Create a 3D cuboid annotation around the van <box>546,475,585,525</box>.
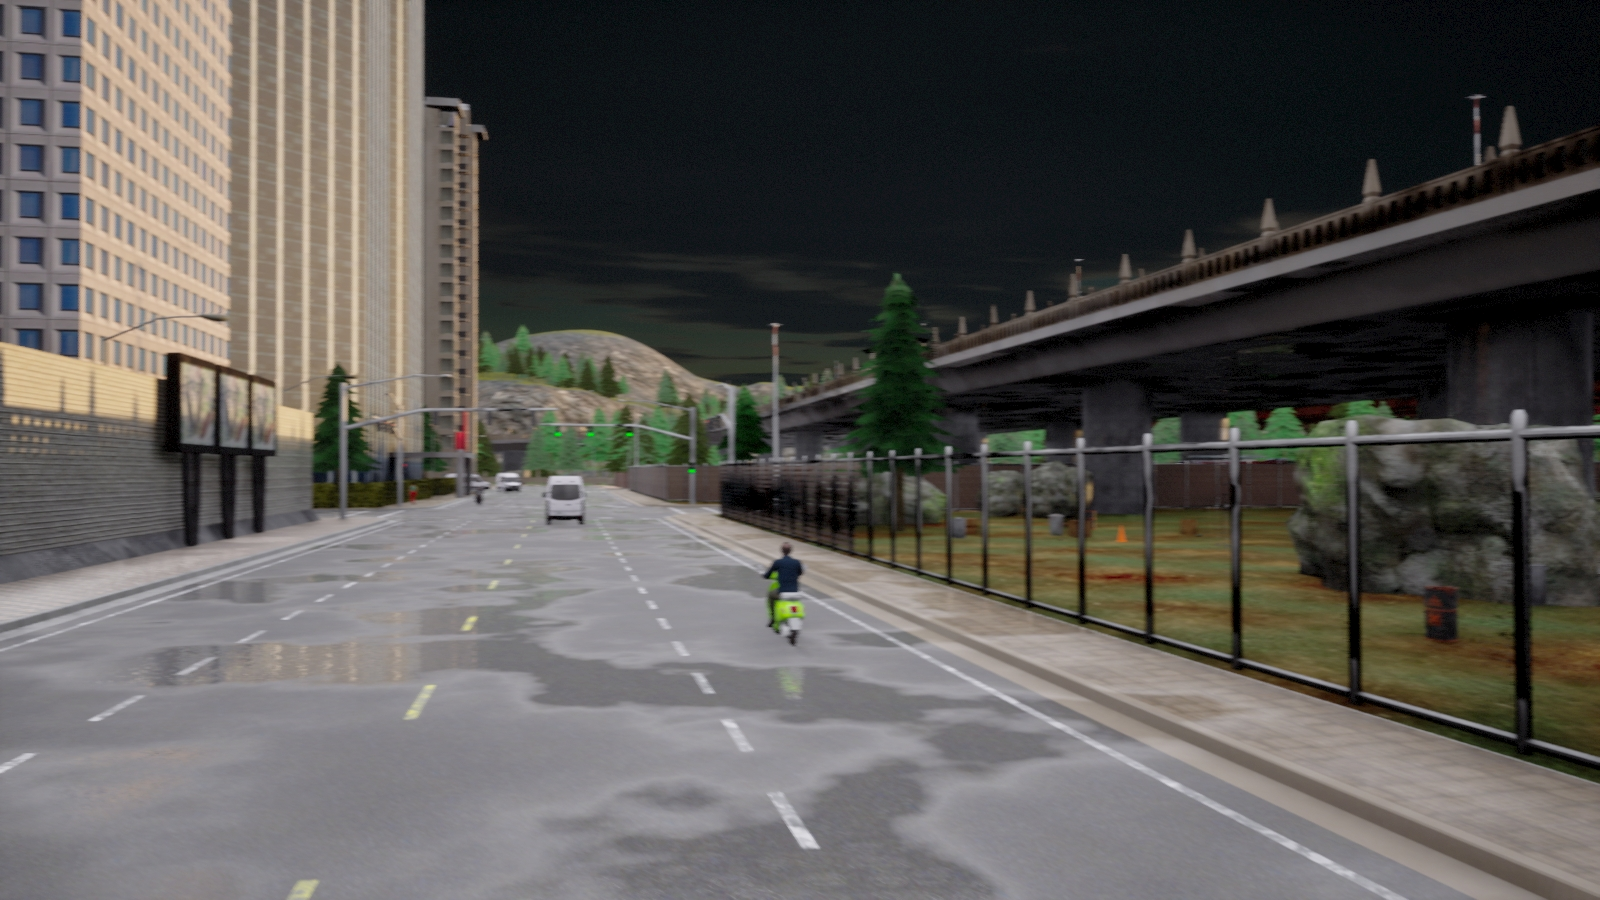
[{"bbox_3d":[-12.741,2.645,61.845,1.988,2.561,5.915,0,-1,-13],"label":"van"}]
